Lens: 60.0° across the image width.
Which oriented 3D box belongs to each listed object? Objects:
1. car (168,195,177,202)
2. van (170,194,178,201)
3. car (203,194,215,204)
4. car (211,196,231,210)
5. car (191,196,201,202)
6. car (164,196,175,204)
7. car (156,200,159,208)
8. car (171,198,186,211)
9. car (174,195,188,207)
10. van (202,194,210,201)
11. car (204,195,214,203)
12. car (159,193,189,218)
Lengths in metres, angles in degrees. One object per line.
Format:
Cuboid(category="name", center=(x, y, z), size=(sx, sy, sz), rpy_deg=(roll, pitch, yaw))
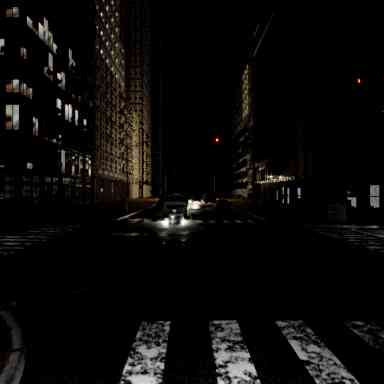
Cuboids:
Cuboid(category="car", center=(-4.377, 1.426, 74.921), size=(1.967, 1.590, 4.097), rpy_deg=(0, 0, 0))
Cuboid(category="van", center=(-4.417, 1.321, 80.448), size=(1.690, 1.788, 3.998), rpy_deg=(0, 0, 0))
Cuboid(category="car", center=(3.585, 1.313, 63.923), size=(2.192, 1.841, 5.009), rpy_deg=(0, 0, 0))
Cuboid(category="car", center=(3.797, 1.579, 41.815), size=(1.947, 1.339, 4.313), rpy_deg=(0, 0, 0))
Cuboid(category="car", center=(0.963, 1.512, 73.255), size=(1.812, 1.442, 4.674), rpy_deg=(0, 0, 0))
Cuboid(category="car", center=(-4.295, 1.563, 63.866), size=(1.947, 1.339, 4.313), rpy_deg=(0, 0, 0))
Cuboid(category="car", center=(-4.173, 1.592, 47.283), size=(1.802, 1.307, 4.206), rpy_deg=(0, 0, 0))
Cuboid(category="car", center=(-1.669, 1.538, 42.431), size=(1.812, 1.442, 4.674), rpy_deg=(0, 0, 0))
Cuboid(category="car", center=(-1.739, 1.358, 53.461), size=(2.097, 1.767, 4.553), rpy_deg=(0, 0, -1))
Cuboid(category="van", center=(3.463, 1.321, 80.506), size=(1.690, 1.788, 3.998), rpy_deg=(0, 0, 0))
Cuboid(category="car", center=(3.544, 1.432, 69.452), size=(1.967, 1.590, 4.097), rpy_deg=(0, 0, 0))
Cuboid(category="car", center=(-1.541, 1.238, 30.772), size=(2.150, 2.045, 5.566), rpy_deg=(0, 0, -1))
